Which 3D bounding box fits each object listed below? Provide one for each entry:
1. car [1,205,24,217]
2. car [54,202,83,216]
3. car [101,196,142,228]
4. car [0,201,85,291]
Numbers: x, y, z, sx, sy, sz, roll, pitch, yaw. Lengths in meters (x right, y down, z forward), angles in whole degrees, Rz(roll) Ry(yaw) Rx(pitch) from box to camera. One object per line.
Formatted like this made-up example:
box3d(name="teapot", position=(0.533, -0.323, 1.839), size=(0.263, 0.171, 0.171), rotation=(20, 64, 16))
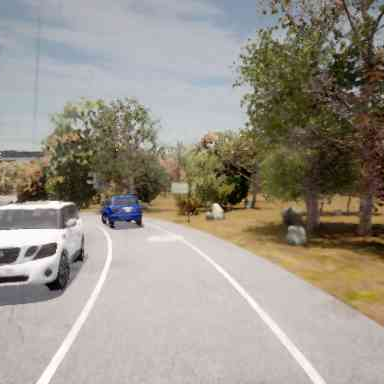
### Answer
box3d(name="car", position=(-25.686, 2.631, 47.489), size=(1.812, 1.442, 4.674), rotation=(-5, 1, -41))
box3d(name="car", position=(-14.935, 2.008, 39.960), size=(1.837, 1.490, 4.892), rotation=(-4, 1, -37))
box3d(name="car", position=(-5.142, 1.333, 23.827), size=(2.150, 2.045, 5.566), rotation=(-2, 0, -23))
box3d(name="car", position=(-4.391, 1.299, 9.359), size=(2.150, 2.045, 5.566), rotation=(-1, 0, -11))
